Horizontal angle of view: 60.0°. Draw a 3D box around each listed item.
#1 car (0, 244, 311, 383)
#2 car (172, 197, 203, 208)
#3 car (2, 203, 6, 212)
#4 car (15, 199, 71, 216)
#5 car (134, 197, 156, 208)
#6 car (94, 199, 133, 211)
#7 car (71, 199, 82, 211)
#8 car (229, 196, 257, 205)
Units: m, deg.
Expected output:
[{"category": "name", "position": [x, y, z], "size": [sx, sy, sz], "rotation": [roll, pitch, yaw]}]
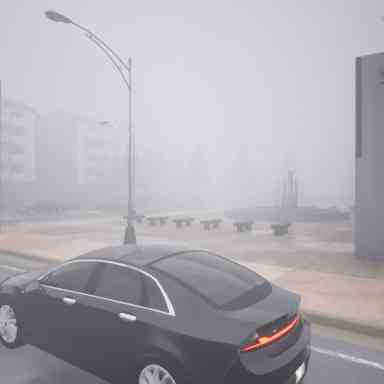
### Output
[{"category": "car", "position": [-0.922, 1.505, 4.649], "size": [4.892, 1.490, 1.837], "rotation": [0, 0, 35]}, {"category": "car", "position": [-0.591, 1.491, 49.050], "size": [4.902, 1.511, 2.128], "rotation": [0, 0, -36]}, {"category": "car", "position": [-20.246, 1.492, 31.264], "size": [2.128, 1.511, 4.902], "rotation": [0, 0, 35]}, {"category": "car", "position": [-14.879, 1.505, 32.959], "size": [1.837, 1.490, 4.892], "rotation": [0, 0, 34]}, {"category": "car", "position": [-7.476, 1.504, 47.888], "size": [4.892, 1.490, 1.837], "rotation": [0, 0, -42]}, {"category": "car", "position": [-9.670, 1.564, 40.192], "size": [1.994, 1.385, 4.181], "rotation": [0, 0, 39]}, {"category": "car", "position": [-15.100, 1.526, 38.818], "size": [1.812, 1.442, 4.674], "rotation": [0, 0, 36]}, {"category": "car", "position": [8.931, 1.505, 58.277], "size": [5.008, 1.535, 1.882], "rotation": [0, 0, -21]}]
